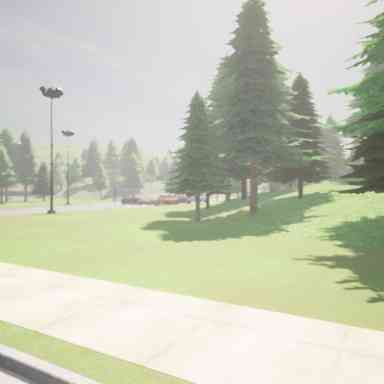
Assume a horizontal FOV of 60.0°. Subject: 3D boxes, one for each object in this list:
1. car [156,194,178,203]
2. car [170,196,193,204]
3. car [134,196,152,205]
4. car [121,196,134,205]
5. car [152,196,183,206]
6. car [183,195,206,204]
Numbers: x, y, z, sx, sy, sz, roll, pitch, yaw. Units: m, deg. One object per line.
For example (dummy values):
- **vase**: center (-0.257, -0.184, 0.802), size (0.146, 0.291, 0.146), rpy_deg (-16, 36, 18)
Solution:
- **car**: center (-5.009, 1.305, 67.186), size (2.097, 1.767, 4.553), rpy_deg (0, 0, 31)
- **car**: center (-1.983, 1.506, 65.428), size (2.033, 1.411, 5.357), rpy_deg (0, 0, 31)
- **car**: center (-7.202, 1.557, 56.520), size (1.895, 1.301, 4.718), rpy_deg (0, 0, 31)
- **car**: center (-10.240, 1.442, 58.262), size (2.128, 1.511, 4.902), rpy_deg (0, 0, 31)
- **car**: center (-3.982, 1.314, 55.081), size (2.097, 1.767, 4.553), rpy_deg (0, 0, 31)
- **car**: center (1.044, 1.185, 63.669), size (2.150, 2.045, 5.566), rpy_deg (0, 0, 31)
